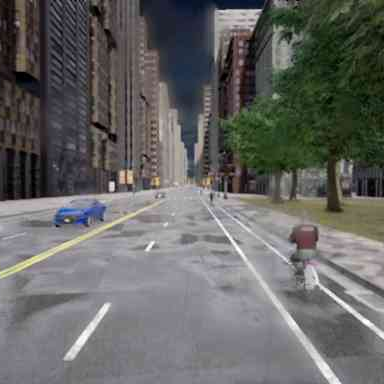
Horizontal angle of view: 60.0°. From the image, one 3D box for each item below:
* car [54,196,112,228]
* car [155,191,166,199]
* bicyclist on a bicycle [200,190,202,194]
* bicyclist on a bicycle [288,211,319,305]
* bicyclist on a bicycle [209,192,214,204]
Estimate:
[{"bbox_3d":[-6.535,1.166,19.944,1.882,1.535,5.008,0,1,0],"label":"car"},{"bbox_3d":[-6.281,0.558,66.565,2.128,1.511,4.902,0,1,0],"label":"car"},{"bbox_3d":[2.597,0.102,95.236,0.582,1.620,1.656,0,1,0],"label":"bicyclist on a bicycle"},{"bbox_3d":[2.259,1.261,6.885,0.659,1.776,1.843,0,1,0],"label":"bicyclist on a bicycle"},{"bbox_3d":[2.418,0.827,41.170,0.582,1.620,1.656,0,1,0],"label":"bicyclist on a bicycle"}]
